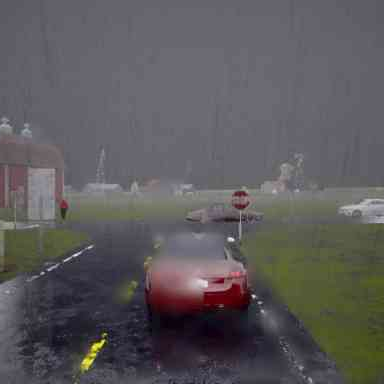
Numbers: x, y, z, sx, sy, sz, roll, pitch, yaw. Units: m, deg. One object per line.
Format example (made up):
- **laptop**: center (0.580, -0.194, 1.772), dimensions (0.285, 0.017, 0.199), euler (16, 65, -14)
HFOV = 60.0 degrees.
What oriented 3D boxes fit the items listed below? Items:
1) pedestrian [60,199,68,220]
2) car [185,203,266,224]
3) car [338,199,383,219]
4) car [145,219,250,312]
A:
- **pedestrian**: center (-11.258, 1.491, 29.131), dimensions (0.375, 1.860, 0.375), euler (0, 0, 4)
- **car**: center (2.232, 1.489, 22.820), dimensions (5.357, 1.411, 2.033), euler (-1, 0, 0)
- **car**: center (13.996, 1.282, 26.232), dimensions (4.674, 1.442, 1.812), euler (-1, 0, -4)
- **car**: center (0.091, 1.565, 7.782), dimensions (1.994, 1.385, 4.181), euler (0, 0, -1)
